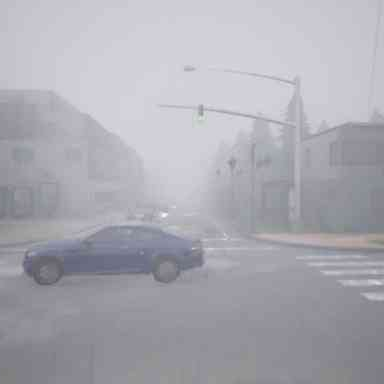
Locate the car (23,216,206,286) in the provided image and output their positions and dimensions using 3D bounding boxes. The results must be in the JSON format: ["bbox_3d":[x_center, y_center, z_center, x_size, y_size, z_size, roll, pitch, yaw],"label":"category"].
[{"bbox_3d":[-1.978,1.530,8.942,4.674,1.442,1.812,0,0,-4],"label":"car"}]

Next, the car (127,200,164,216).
[{"bbox_3d":[-3.602,1.510,24.805,2.128,1.511,4.902,0,0,0],"label":"car"}]

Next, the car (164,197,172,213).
[{"bbox_3d":[-3.600,1.591,37.046,1.994,1.385,4.181,0,0,0],"label":"car"}]

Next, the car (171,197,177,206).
[{"bbox_3d":[-3.504,1.588,57.048,2.033,1.411,5.357,0,0,0],"label":"car"}]
